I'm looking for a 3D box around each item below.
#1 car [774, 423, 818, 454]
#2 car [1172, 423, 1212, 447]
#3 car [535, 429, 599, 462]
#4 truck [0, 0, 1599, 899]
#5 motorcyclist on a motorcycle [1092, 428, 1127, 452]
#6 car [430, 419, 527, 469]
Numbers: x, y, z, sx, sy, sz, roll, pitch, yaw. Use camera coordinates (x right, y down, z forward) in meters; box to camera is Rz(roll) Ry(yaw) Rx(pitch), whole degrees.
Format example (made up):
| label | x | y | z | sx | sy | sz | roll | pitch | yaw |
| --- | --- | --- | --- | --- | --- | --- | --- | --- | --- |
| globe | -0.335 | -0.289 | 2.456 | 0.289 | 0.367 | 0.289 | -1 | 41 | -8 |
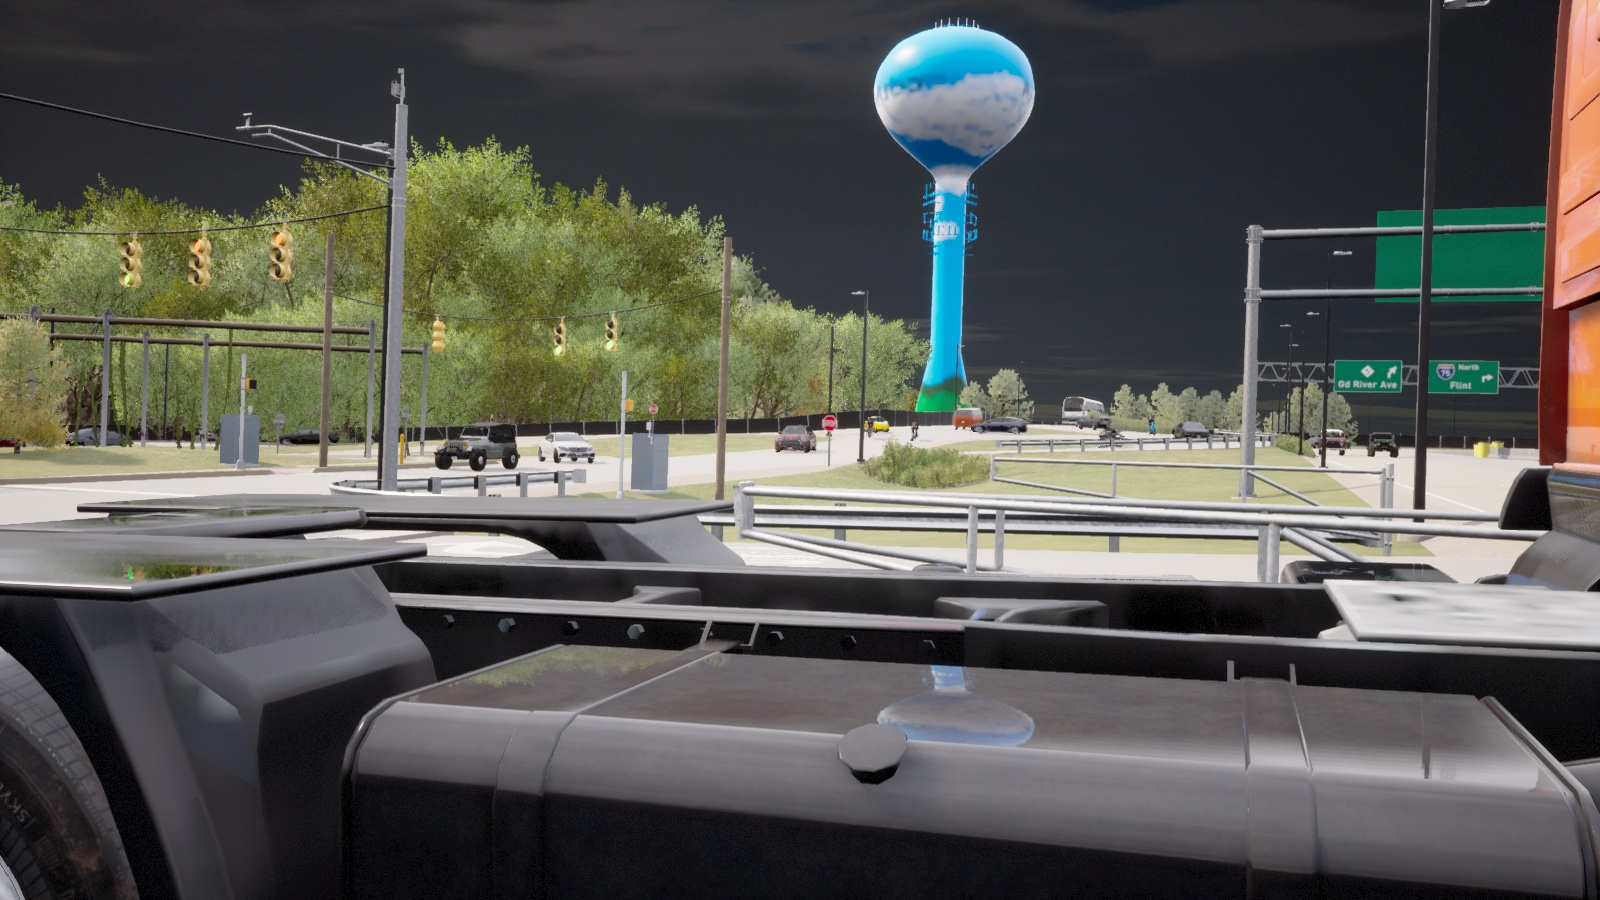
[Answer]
| label | x | y | z | sx | sy | sz | roll | pitch | yaw |
| --- | --- | --- | --- | --- | --- | --- | --- | --- | --- |
| car | -0.234 | -0.762 | 79.102 | 2.097 | 1.767 | 4.553 | 2 | 3 | 8 |
| car | 28.670 | -1.118 | 91.892 | 1.882 | 1.535 | 5.008 | 1 | 3 | 7 |
| car | -11.225 | -0.223 | 60.192 | 1.812 | 1.442 | 4.674 | 1 | 1 | -26 |
| truck | 0.262 | -0.198 | 3.154 | 7.936 | 3.462 | 2.891 | 0 | 1 | 19 |
| motorcyclist on a motorcycle | 19.914 | -0.664 | 80.711 | 2.191 | 1.530 | 0.866 | -1 | 1 | -31 |
| car | -12.884 | -0.269 | 50.597 | 1.905 | 1.878 | 3.866 | 2 | 2 | 19 |
